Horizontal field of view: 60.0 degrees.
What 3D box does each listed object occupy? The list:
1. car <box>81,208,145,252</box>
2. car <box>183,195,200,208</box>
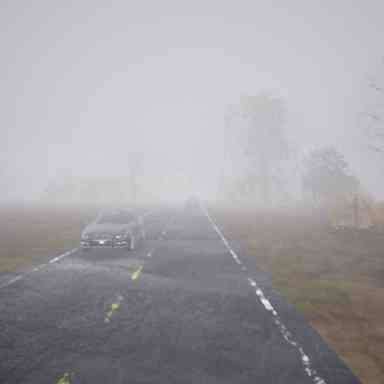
[{"bbox_3d":[-3.114,1.485,13.902,1.837,1.490,4.892,0,0,0],"label":"car"},{"bbox_3d":[0.049,1.495,47.083,1.994,1.385,4.181,0,0,0],"label":"car"}]
